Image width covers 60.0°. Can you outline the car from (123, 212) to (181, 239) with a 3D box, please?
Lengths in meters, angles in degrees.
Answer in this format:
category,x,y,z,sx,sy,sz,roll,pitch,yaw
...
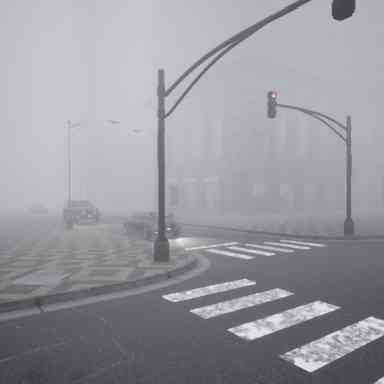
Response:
category,x,y,z,sx,sy,sz,roll,pitch,yaw
car,-2.402,1.847,19.468,1.994,1.385,4.181,0,-1,-35

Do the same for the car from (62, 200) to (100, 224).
category,x,y,z,sx,sy,sz,roll,pitch,yaw
car,-10.302,1.744,30.622,2.150,2.045,5.566,0,-1,-35

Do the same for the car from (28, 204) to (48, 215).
category,x,y,z,sx,sy,sz,roll,pitch,yaw
car,-21.806,2.415,47.004,2.033,1.411,5.357,0,-1,-35
